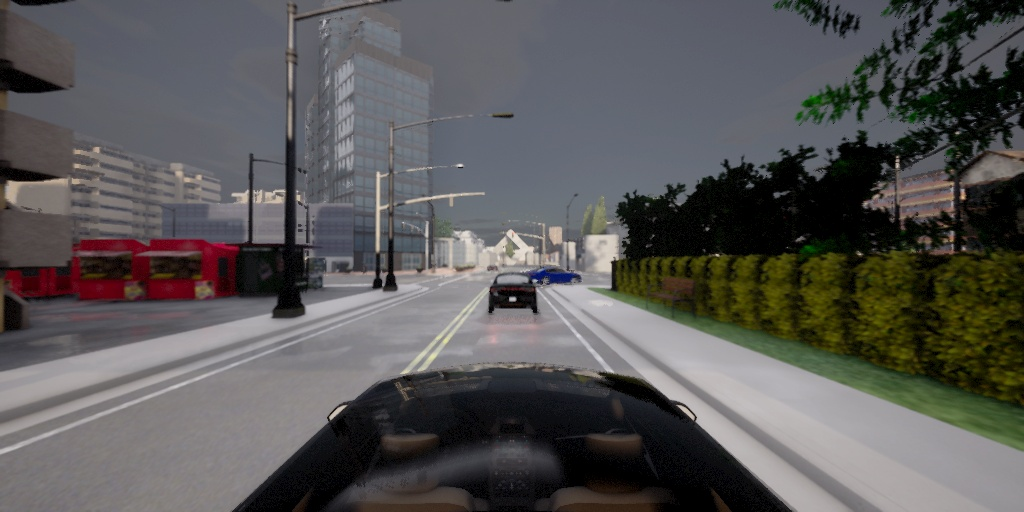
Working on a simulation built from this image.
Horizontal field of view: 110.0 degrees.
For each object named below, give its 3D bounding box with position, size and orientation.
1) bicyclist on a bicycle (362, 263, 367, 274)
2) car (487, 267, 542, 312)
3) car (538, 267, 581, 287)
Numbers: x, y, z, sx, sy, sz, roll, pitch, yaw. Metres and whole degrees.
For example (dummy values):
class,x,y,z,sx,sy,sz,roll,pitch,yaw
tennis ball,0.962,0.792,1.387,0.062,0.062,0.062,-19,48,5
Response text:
class,x,y,z,sx,sy,sz,roll,pitch,yaw
bicyclist on a bicycle,-21.999,1.942,53.588,0.582,1.620,1.656,-1,-1,0
car,0.050,1.417,15.247,1.882,1.535,5.008,0,-1,0
car,3.260,1.606,28.583,5.008,1.535,1.882,0,-3,-31
